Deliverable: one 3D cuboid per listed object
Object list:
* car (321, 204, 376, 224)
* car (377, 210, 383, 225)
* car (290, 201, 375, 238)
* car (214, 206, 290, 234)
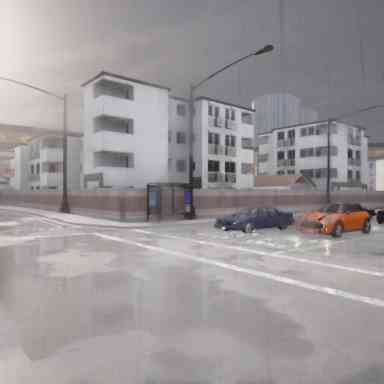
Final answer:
[{"bbox_3d":[12.166,1.630,25.794,4.718,1.301,1.895,0,0,-37],"label":"car"},{"bbox_3d":[14.948,1.511,23.501,5.008,1.535,1.882,0,0,-37],"label":"car"},{"bbox_3d":[7.672,1.362,17.933,4.553,1.767,2.097,0,0,-38],"label":"car"},{"bbox_3d":[3.770,1.550,19.342,5.357,1.411,2.033,0,0,-38],"label":"car"}]
